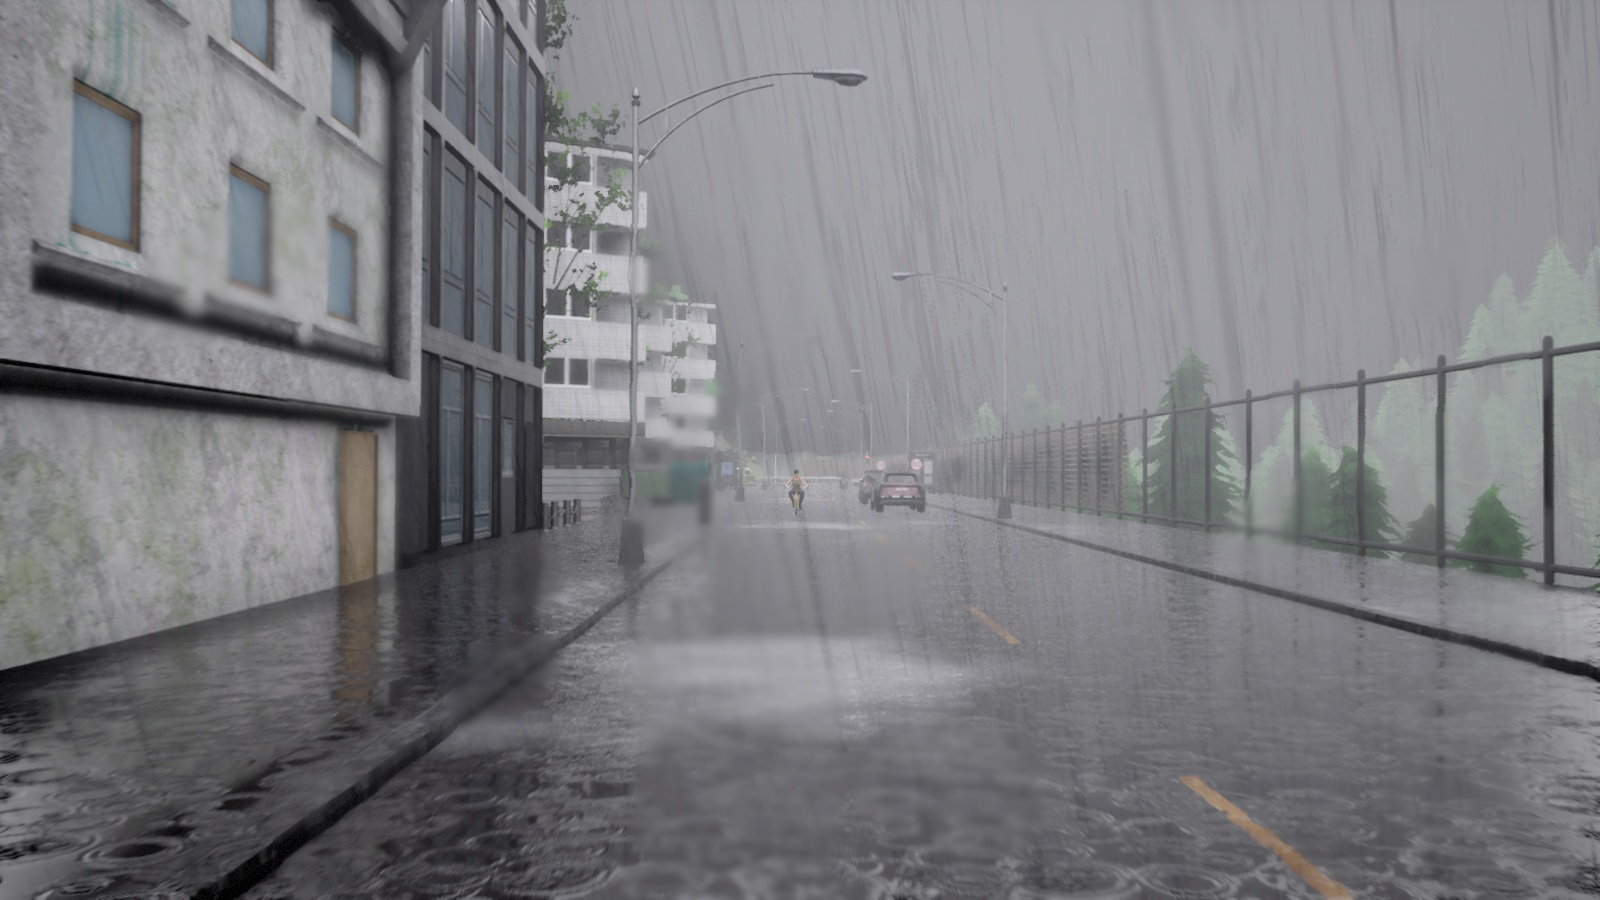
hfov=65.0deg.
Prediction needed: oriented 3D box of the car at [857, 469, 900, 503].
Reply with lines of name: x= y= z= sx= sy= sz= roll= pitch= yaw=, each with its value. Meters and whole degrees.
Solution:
car: x=3.840 y=1.729 z=61.648 sx=1.851 sy=1.617 sz=3.988 roll=0 pitch=-1 yaw=0

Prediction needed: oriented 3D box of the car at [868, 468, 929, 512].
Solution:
car: x=3.870 y=1.569 z=50.164 sx=2.033 sy=1.649 sz=4.856 roll=0 pitch=-1 yaw=0
